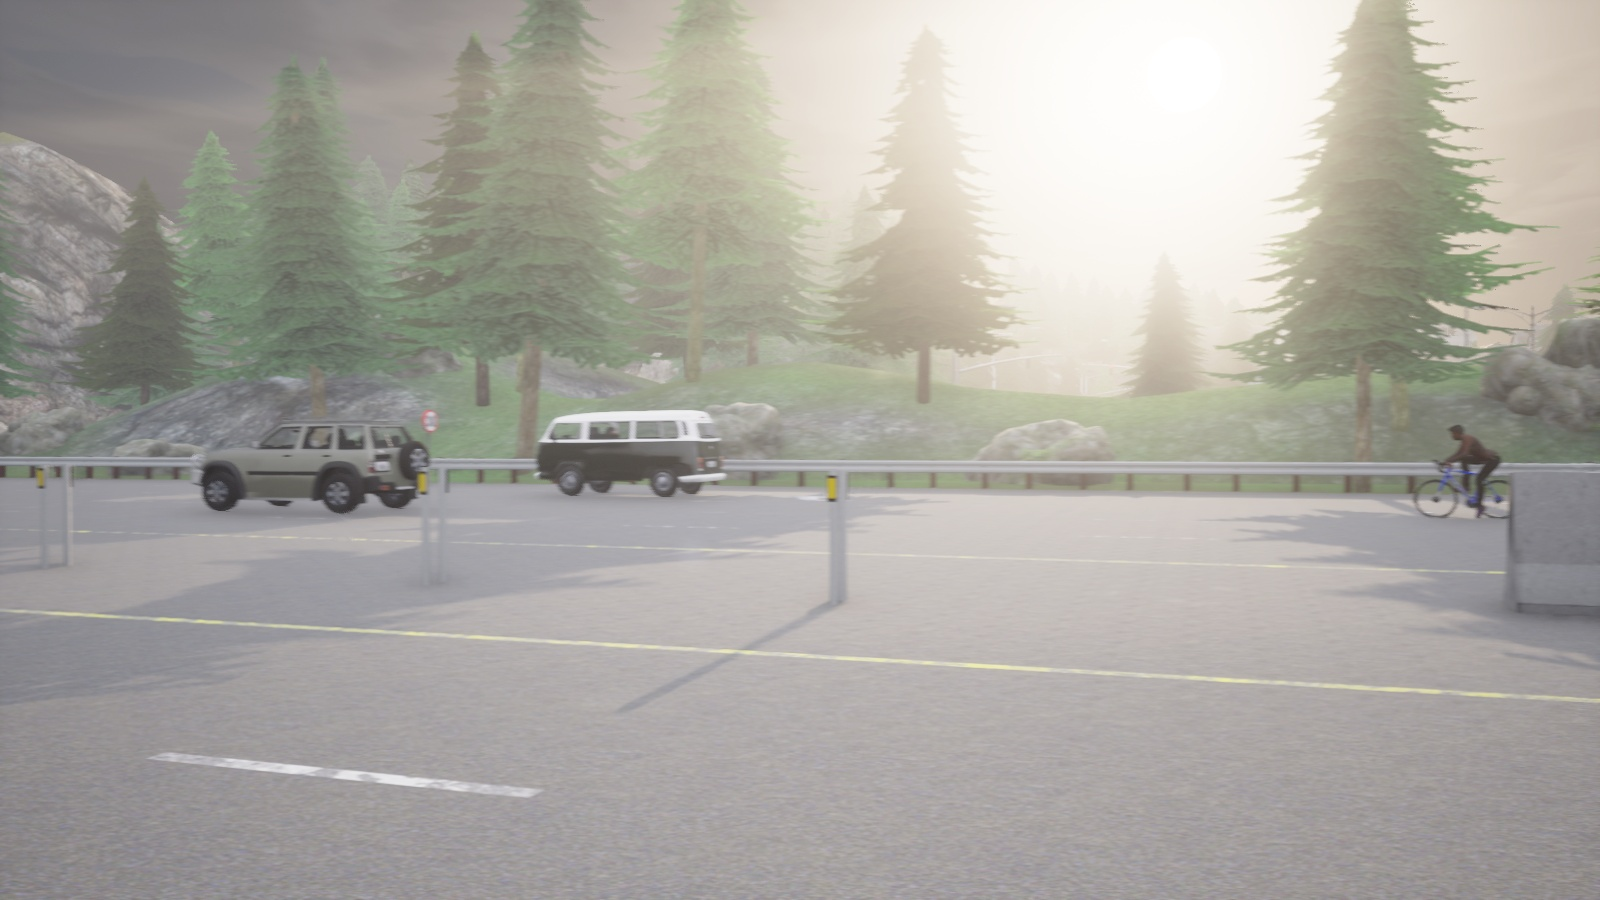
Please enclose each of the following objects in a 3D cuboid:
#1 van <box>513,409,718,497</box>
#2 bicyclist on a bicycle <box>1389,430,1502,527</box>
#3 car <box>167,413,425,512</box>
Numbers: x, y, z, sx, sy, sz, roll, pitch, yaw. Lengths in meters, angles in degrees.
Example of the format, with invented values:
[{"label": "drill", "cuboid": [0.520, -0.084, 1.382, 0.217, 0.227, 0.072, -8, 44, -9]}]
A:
[{"label": "van", "cuboid": [-4.464, 0.042, 30.539, 4.480, 2.038, 2.069, 0, 1, 19]}, {"label": "bicyclist on a bicycle", "cuboid": [11.085, 0.475, 21.617, 1.656, 1.620, 0.582, 0, 1, 19]}, {"label": "car", "cuboid": [-10.019, 0.203, 25.025, 4.605, 1.855, 1.932, 0, 1, 19]}]
